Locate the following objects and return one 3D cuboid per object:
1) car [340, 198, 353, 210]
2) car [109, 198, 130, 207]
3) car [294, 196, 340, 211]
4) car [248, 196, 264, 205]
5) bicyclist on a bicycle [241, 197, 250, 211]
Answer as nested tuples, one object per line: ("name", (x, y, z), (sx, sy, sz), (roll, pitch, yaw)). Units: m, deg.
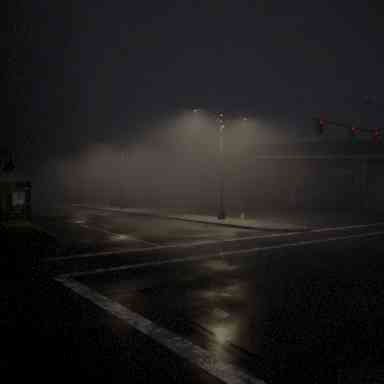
("car", (18.160, 1.455, 42.040), (1.970, 1.475, 3.806), (0, 0, -35))
("car", (-11.092, 1.564, 50.726), (1.994, 1.385, 4.181), (0, 0, -35))
("car", (13.896, 1.294, 38.116), (2.242, 1.667, 4.611), (0, 0, -35))
("car", (11.850, 1.477, 60.724), (1.882, 1.535, 5.008), (0, 0, 29))
("bicyclist on a bicycle", (6.318, 1.430, 39.756), (1.656, 1.620, 0.582), (-6, -7, -37))
